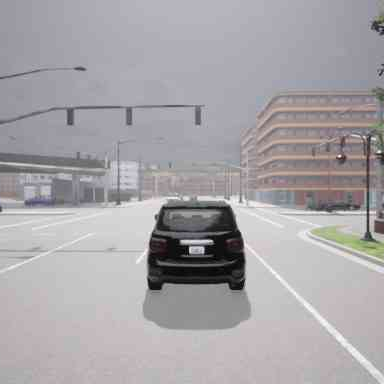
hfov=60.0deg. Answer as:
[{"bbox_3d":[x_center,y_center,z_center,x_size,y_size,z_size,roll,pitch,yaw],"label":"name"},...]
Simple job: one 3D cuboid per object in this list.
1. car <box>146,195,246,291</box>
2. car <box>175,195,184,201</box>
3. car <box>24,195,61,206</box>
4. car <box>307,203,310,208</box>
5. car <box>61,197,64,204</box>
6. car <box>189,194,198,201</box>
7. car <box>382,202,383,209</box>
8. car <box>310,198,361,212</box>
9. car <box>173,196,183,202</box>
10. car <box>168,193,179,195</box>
[{"bbox_3d":[0.096,1.222,9.142,2.150,2.045,5.566,0,0,0],"label":"car"},{"bbox_3d":[-3.232,1.513,85.441,2.128,1.511,4.902,0,0,0],"label":"car"},{"bbox_3d":[-23.256,1.294,51.080,4.611,1.667,2.242,0,0,1],"label":"car"},{"bbox_3d":[16.729,1.504,41.106,4.892,1.490,1.837,0,0,1],"label":"car"},{"bbox_3d":[-23.966,1.455,56.831,3.806,1.475,1.970,0,0,1],"label":"car"},{"bbox_3d":[0.299,1.371,81.163,2.128,1.511,4.902,0,0,0],"label":"car"},{"bbox_3d":[25.901,1.351,41.018,4.553,1.767,2.097,0,0,0],"label":"car"},{"bbox_3d":[16.343,1.600,37.631,4.718,1.301,1.895,0,0,-3],"label":"car"},{"bbox_3d":[-3.157,1.539,75.112,2.033,1.411,5.357,0,0,0],"label":"car"},{"bbox_3d":[-3.058,1.221,54.502,2.150,2.045,5.566,0,0,2],"label":"car"}]
